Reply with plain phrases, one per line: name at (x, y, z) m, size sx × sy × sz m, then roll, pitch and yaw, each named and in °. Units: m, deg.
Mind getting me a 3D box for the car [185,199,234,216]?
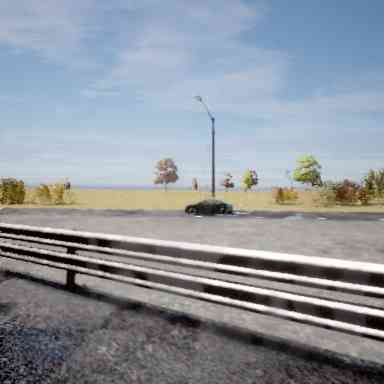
car at (1.478, 1.303, 28.567) m, size 4.181 × 1.385 × 1.994 m, roll 0°, pitch 0°, yaw 15°
